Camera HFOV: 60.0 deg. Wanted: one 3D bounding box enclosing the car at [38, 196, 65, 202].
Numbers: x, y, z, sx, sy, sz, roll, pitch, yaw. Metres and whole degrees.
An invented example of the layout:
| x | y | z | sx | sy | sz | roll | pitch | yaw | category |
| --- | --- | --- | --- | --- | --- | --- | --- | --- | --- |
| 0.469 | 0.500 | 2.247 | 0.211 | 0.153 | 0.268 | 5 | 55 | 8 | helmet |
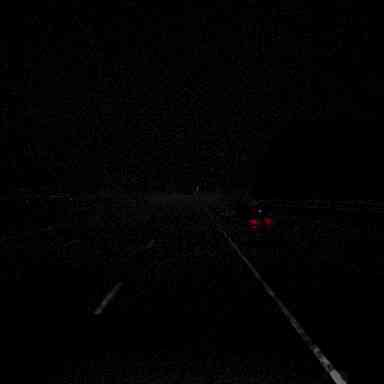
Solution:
| x | y | z | sx | sy | sz | roll | pitch | yaw | category |
| --- | --- | --- | --- | --- | --- | --- | --- | --- | --- |
| -24.535 | 1.511 | 58.212 | 1.994 | 1.385 | 4.181 | 0 | 0 | 0 | car |

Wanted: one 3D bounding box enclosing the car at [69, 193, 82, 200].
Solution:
| x | y | z | sx | sy | sz | roll | pitch | yaw | category |
| --- | --- | --- | --- | --- | --- | --- | --- | --- | --- |
| -24.517 | 1.166 | 73.665 | 2.150 | 2.045 | 5.566 | 0 | 0 | 0 | car |

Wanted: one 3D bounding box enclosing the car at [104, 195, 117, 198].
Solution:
| x | y | z | sx | sy | sz | roll | pitch | yaw | category |
| --- | --- | --- | --- | --- | --- | --- | --- | --- | --- |
| -17.517 | 1.493 | 74.050 | 1.994 | 1.385 | 4.181 | 0 | 0 | 0 | car |

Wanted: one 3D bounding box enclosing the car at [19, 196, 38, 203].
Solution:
| x | y | z | sx | sy | sz | roll | pitch | yaw | category |
| --- | --- | --- | --- | --- | --- | --- | --- | --- | --- |
| -28.031 | 1.452 | 57.749 | 1.837 | 1.490 | 4.892 | 0 | 0 | 0 | car |

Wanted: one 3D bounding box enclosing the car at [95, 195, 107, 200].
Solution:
| x | y | z | sx | sy | sz | roll | pitch | yaw | category |
| --- | --- | --- | --- | --- | --- | --- | --- | --- | --- |
| -24.521 | 1.439 | 89.495 | 1.837 | 1.490 | 4.892 | 0 | 0 | 0 | car |

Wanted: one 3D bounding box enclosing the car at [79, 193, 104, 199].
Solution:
| x | y | z | sx | sy | sz | roll | pitch | yaw | category |
| --- | --- | --- | --- | --- | --- | --- | --- | --- | --- |
| -17.547 | 1.426 | 58.446 | 1.882 | 1.535 | 5.008 | 0 | 0 | 0 | car |

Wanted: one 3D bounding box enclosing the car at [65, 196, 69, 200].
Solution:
| x | y | z | sx | sy | sz | roll | pitch | yaw | category |
| --- | --- | --- | --- | --- | --- | --- | --- | --- | --- |
| -28.017 | 1.481 | 73.358 | 2.033 | 1.411 | 5.357 | 0 | 0 | 0 | car |

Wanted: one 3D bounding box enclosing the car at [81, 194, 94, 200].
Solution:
| x | y | z | sx | sy | sz | roll | pitch | yaw | category |
| --- | --- | --- | --- | --- | --- | --- | --- | --- | --- |
| -28.020 | 1.412 | 89.127 | 1.882 | 1.535 | 5.008 | 0 | 0 | 0 | car |

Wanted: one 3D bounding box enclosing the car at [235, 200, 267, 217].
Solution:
| x | y | z | sx | sy | sz | roll | pitch | yaw | category |
| --- | --- | --- | --- | --- | --- | --- | --- | --- | --- |
| 5.438 | 1.467 | 31.053 | 1.812 | 1.442 | 4.674 | -2 | 0 | -11 | car |
